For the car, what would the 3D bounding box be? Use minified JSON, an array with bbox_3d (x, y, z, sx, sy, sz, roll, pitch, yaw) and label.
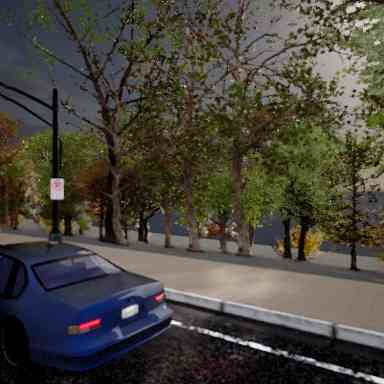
[{"bbox_3d":[-2.833,1.585,5.706,5.357,1.411,2.033,0,0,36],"label":"car"}]
